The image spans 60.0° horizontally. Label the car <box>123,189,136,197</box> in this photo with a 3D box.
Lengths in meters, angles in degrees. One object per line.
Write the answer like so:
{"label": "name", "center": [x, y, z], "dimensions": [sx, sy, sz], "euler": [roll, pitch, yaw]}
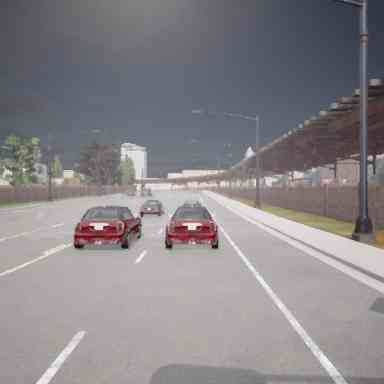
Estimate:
{"label": "car", "center": [-14.000, 0.229, 74.482], "dimensions": [2.097, 1.767, 4.553], "euler": [0, 1, 0]}

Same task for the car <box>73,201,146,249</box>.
{"label": "car", "center": [-3.500, 1.352, 14.617], "dimensions": [2.097, 1.767, 4.553], "euler": [0, 0, 0]}

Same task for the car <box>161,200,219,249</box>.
{"label": "car", "center": [0.000, 1.352, 14.617], "dimensions": [2.097, 1.767, 4.553], "euler": [0, 0, 0]}

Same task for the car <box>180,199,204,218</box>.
{"label": "car", "center": [0.000, 1.412, 29.640], "dimensions": [1.994, 1.385, 4.181], "euler": [0, 1, 0]}

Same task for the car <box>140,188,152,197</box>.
{"label": "car", "center": [-10.500, 0.009, 76.613], "dimensions": [2.150, 2.045, 5.566], "euler": [0, 1, 0]}

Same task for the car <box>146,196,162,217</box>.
{"label": "car", "center": [-3.500, 1.403, 29.641], "dimensions": [2.033, 1.411, 5.357], "euler": [0, 1, 0]}
